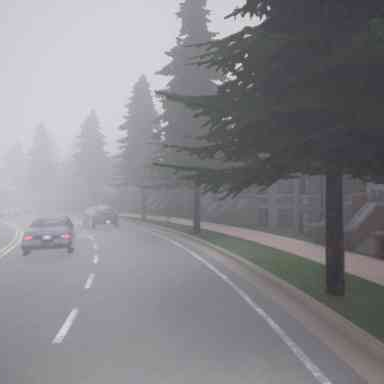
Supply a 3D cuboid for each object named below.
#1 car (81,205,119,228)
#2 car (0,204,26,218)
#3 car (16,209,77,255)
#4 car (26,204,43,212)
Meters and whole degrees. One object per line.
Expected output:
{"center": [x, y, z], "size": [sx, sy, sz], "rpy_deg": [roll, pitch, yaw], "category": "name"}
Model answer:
{"center": [-6.631, 1.698, 23.832], "size": [1.837, 1.490, 4.892], "rpy_deg": [0, 0, -29], "category": "car"}
{"center": [-19.256, 1.965, 34.174], "size": [4.718, 1.301, 1.895], "rpy_deg": [-1, 0, 42], "category": "car"}
{"center": [-5.955, 1.680, 14.136], "size": [2.033, 1.411, 5.357], "rpy_deg": [0, 0, -19], "category": "car"}
{"center": [-19.348, 1.991, 38.734], "size": [4.718, 1.301, 1.895], "rpy_deg": [-1, 0, 39], "category": "car"}
